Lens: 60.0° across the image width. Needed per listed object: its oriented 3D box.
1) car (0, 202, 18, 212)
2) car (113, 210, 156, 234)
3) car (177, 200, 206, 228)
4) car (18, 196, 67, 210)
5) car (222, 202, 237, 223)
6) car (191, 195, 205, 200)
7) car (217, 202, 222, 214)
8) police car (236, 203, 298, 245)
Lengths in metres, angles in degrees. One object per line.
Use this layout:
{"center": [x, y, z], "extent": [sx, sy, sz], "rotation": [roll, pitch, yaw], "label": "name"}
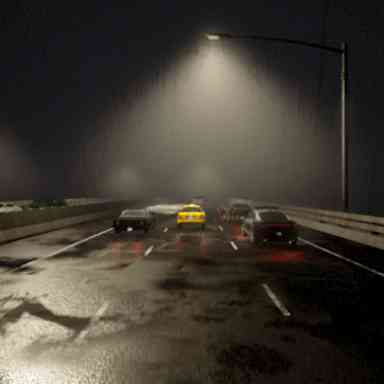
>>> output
{"center": [-17.321, 1.675, 30.159], "extent": [1.812, 1.442, 4.674], "rotation": [0, 0, 1], "label": "car"}
{"center": [-3.274, 1.698, 19.920], "extent": [1.895, 1.301, 4.718], "rotation": [0, 0, 1], "label": "car"}
{"center": [0.004, 1.571, 23.197], "extent": [1.801, 1.575, 5.366], "rotation": [0, 0, 2], "label": "car"}
{"center": [-13.796, 1.381, 31.700], "extent": [2.150, 2.045, 5.566], "rotation": [0, 0, 1], "label": "car"}
{"center": [3.718, 1.641, 26.938], "extent": [1.837, 1.490, 4.892], "rotation": [0, 0, 1], "label": "car"}
{"center": [1.079, 1.562, 57.876], "extent": [2.150, 2.045, 5.566], "rotation": [0, 0, 2], "label": "car"}
{"center": [3.927, 1.803, 37.889], "extent": [1.895, 1.301, 4.718], "rotation": [0, 0, 1], "label": "car"}
{"center": [3.579, 1.505, 16.127], "extent": [1.930, 1.638, 5.238], "rotation": [0, 0, 1], "label": "police car"}
